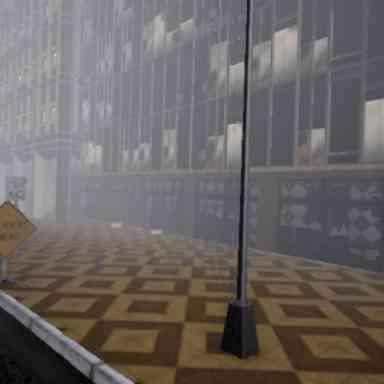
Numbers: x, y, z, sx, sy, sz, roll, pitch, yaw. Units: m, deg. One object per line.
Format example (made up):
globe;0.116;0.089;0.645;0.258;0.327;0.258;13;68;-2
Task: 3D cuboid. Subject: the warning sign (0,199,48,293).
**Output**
warning sign;-4.061;1.100;7.249;1.060;1.860;1.300;2;-1;45
